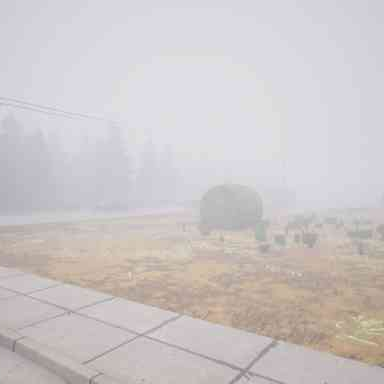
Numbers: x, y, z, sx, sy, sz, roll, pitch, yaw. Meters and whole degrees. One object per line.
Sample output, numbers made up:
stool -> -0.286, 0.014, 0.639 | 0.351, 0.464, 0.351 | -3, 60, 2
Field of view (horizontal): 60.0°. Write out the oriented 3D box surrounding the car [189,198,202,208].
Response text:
car -> 2.043, 1.552, 47.183 | 1.812, 1.442, 4.674 | 0, 0, 36

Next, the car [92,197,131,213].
car -> -9.212, 1.378, 38.148 | 2.097, 1.767, 4.553 | 0, 0, 36

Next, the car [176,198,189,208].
car -> -0.573, 1.591, 49.806 | 1.994, 1.385, 4.181 | 0, 0, 37
